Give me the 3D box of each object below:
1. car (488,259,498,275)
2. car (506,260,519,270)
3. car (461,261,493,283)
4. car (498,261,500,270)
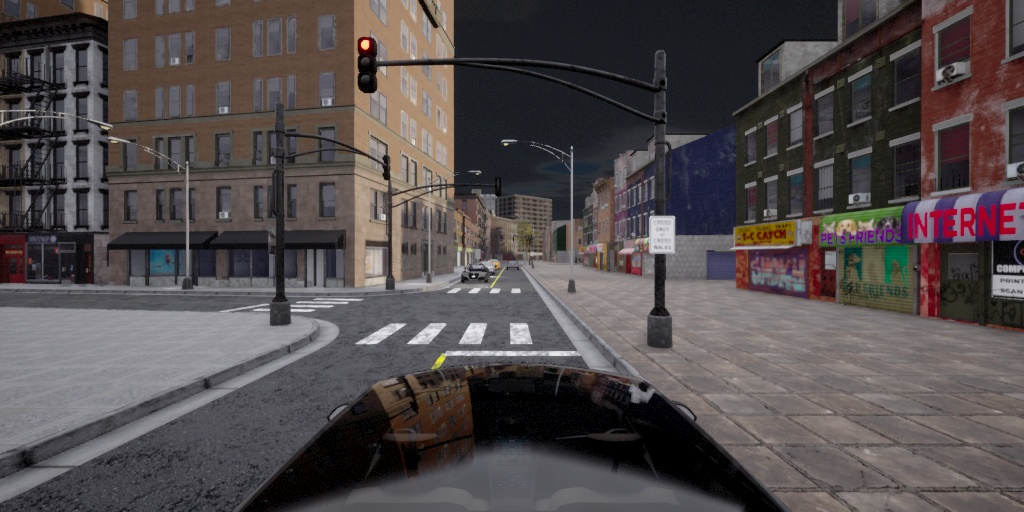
[{"bbox_3d":[-2.778,1.282,38.086,1.812,1.442,4.674,0,0,0],"label":"car"},{"bbox_3d":[0.102,1.310,52.801,2.033,1.411,5.357,0,0,0],"label":"car"},{"bbox_3d":[-2.798,1.317,28.176,1.994,1.385,4.181,0,0,0],"label":"car"},{"bbox_3d":[-2.735,1.240,51.502,1.882,1.535,5.008,0,0,0],"label":"car"}]
